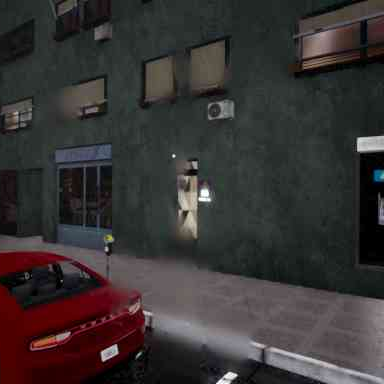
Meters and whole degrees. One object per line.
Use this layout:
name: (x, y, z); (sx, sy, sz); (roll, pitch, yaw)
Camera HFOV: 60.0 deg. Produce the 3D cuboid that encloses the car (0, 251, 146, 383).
car: (-2.676, 1.544, 4.772); (4.507, 1.381, 1.887); (0, 0, 35)
